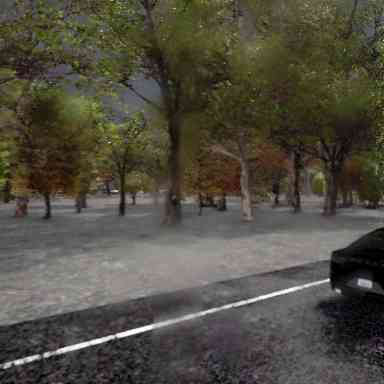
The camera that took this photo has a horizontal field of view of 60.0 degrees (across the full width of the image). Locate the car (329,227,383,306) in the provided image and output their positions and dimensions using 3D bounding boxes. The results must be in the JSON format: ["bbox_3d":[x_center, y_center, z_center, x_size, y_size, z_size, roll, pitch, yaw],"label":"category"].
[{"bbox_3d":[5.112,1.485,7.397,5.008,1.535,1.882,0,0,-36],"label":"car"}]
